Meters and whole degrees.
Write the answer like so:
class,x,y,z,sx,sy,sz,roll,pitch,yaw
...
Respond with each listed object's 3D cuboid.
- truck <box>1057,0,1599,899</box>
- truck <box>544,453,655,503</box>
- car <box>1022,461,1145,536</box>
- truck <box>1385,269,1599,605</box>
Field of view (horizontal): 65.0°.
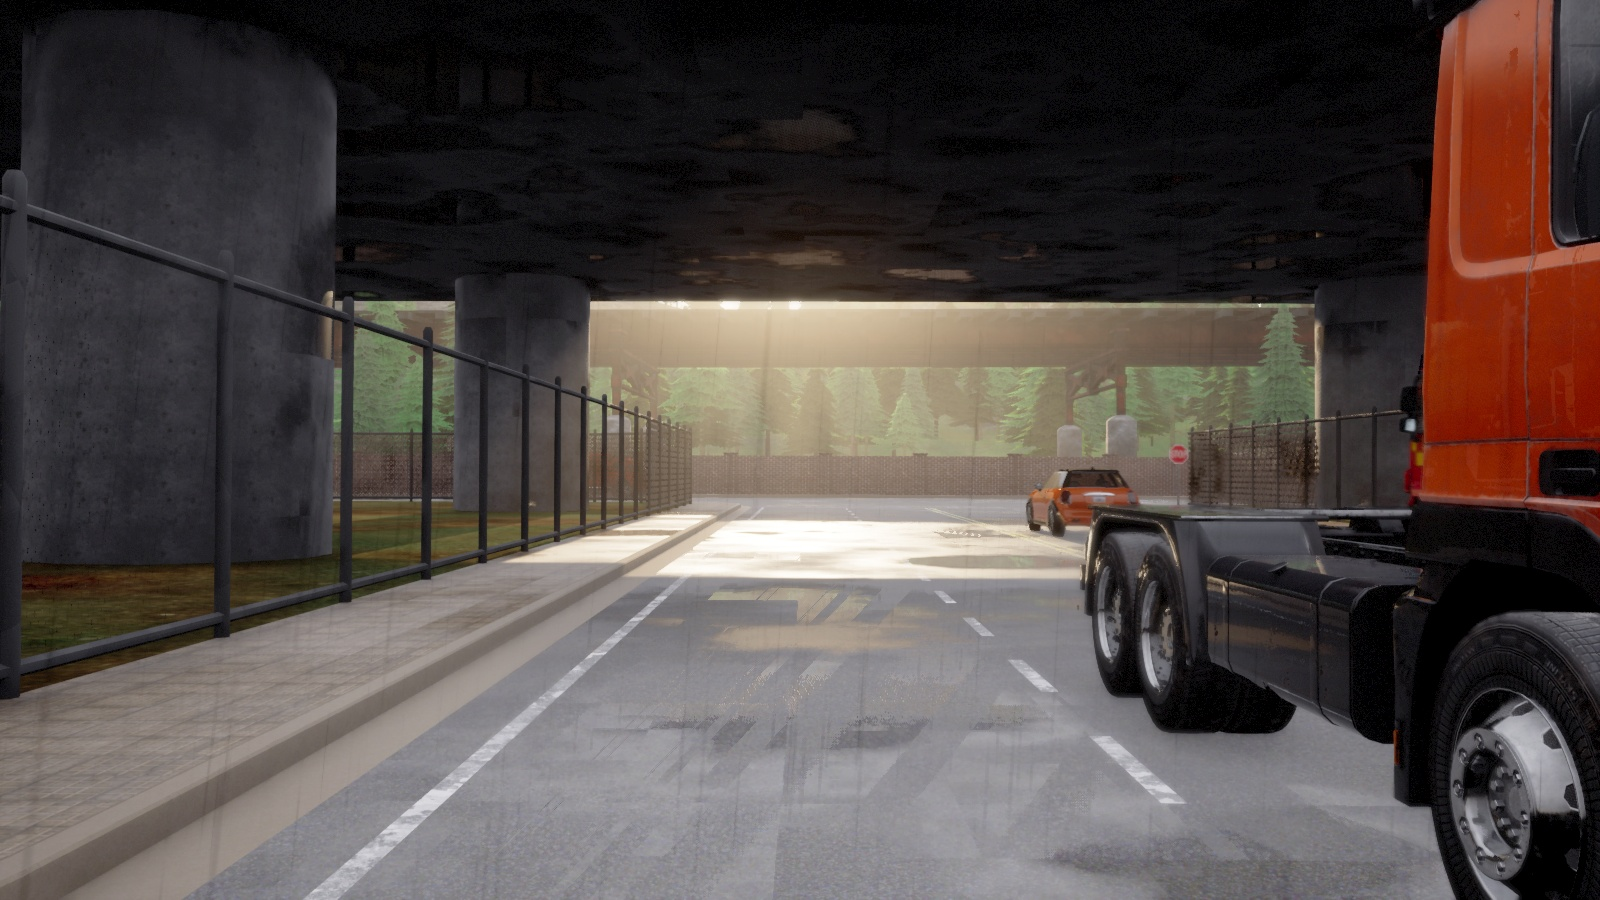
class,x,y,z,sx,sy,sz,roll,pitch,yaw
truck,3.521,-0.079,6.109,2.891,3.462,7.936,0,-1,0
truck,-10.185,1.444,64.154,5.204,2.467,2.627,0,-1,0
car,7.127,1.181,32.044,2.097,1.767,4.553,0,-1,0
truck,10.596,-0.132,15.571,2.891,3.827,8.468,0,-1,2
